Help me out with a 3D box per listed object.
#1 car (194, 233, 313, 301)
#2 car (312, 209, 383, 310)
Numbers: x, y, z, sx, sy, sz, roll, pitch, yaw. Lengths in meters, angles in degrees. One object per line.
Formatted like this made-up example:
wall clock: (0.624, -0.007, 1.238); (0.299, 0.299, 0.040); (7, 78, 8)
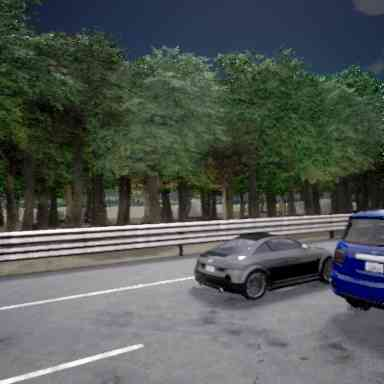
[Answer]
car: (2.137, 1.817, 9.078); (4.181, 1.385, 1.994); (0, -2, -32)
car: (5.311, 1.359, 6.974); (5.566, 2.045, 2.150); (0, -2, -32)
